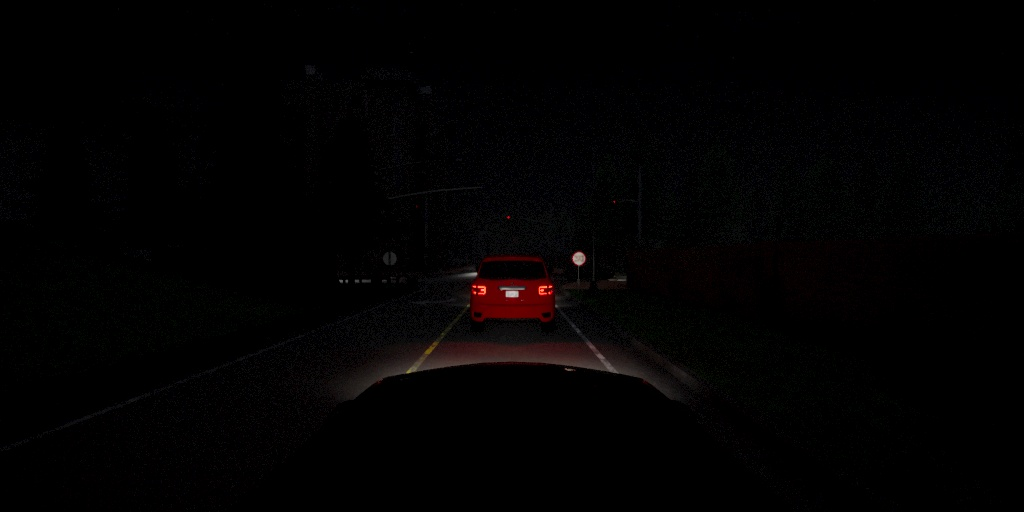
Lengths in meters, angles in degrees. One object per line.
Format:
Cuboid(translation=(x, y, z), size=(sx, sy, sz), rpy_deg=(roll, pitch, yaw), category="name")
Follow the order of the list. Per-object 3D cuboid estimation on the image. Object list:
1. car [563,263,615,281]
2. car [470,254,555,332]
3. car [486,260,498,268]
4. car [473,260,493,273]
Cuboid(translation=(6.299, 1.302, 29.454), size=(4.181, 1.385, 1.994), rpy_deg=(0, 0, 8), category="car")
Cuboid(translation=(0.052, 0.971, 10.958), size=(2.150, 2.045, 5.566), rpy_deg=(0, 0, 1), category="car")
Cuboid(translation=(-3.495, 1.351, 64.292), size=(1.895, 1.301, 4.718), rpy_deg=(0, 0, 0), category="car")
Cuboid(translation=(-3.554, 1.241, 44.987), size=(2.128, 1.511, 4.902), rpy_deg=(0, 0, 0), category="car")
